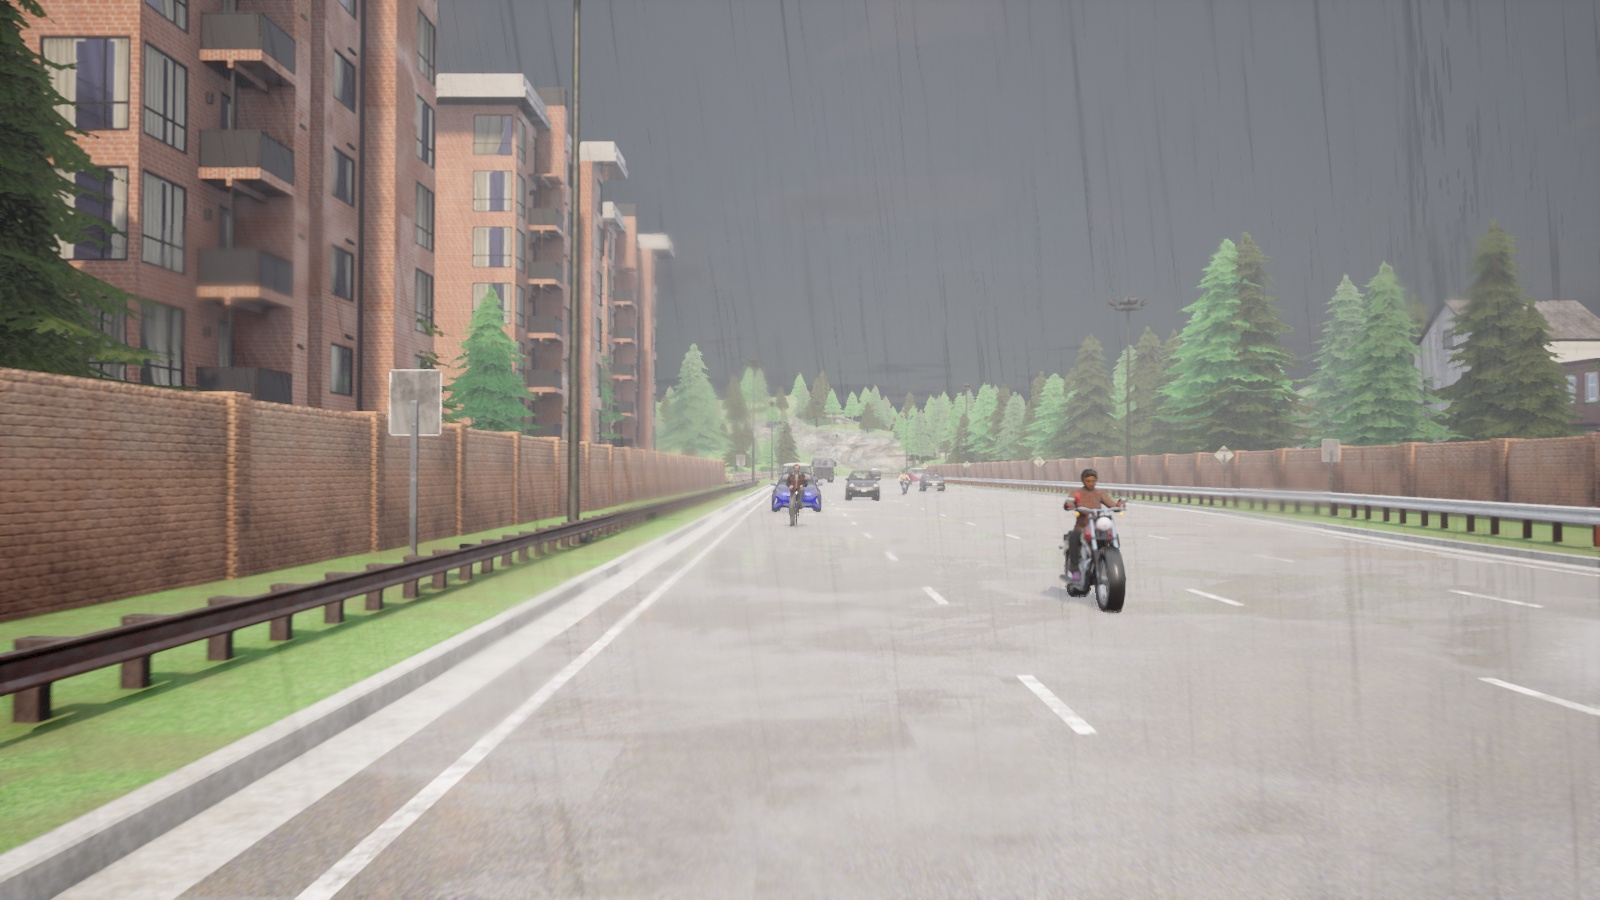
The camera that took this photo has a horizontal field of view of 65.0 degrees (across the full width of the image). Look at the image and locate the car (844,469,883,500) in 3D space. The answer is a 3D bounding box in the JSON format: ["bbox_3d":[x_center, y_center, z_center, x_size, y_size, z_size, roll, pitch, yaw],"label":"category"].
[{"bbox_3d":[3.337,1.817,66.790,1.851,1.617,3.988,0,-1,0],"label":"car"}]

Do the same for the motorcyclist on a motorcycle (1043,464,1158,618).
[{"bbox_3d":[3.464,0.997,14.719,0.766,1.649,2.350,0,-1,0],"label":"motorcyclist on a motorcycle"}]

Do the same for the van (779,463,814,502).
[{"bbox_3d":[-0.162,1.674,66.075,1.775,1.987,4.442,0,-1,0],"label":"van"}]

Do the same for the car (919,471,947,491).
[{"bbox_3d":[10.264,2.377,97.082,1.789,1.549,3.705,0,-1,0],"label":"car"}]

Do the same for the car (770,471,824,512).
[{"bbox_3d":[-0.118,1.576,48.655,2.007,1.525,4.514,0,-1,0],"label":"car"}]
